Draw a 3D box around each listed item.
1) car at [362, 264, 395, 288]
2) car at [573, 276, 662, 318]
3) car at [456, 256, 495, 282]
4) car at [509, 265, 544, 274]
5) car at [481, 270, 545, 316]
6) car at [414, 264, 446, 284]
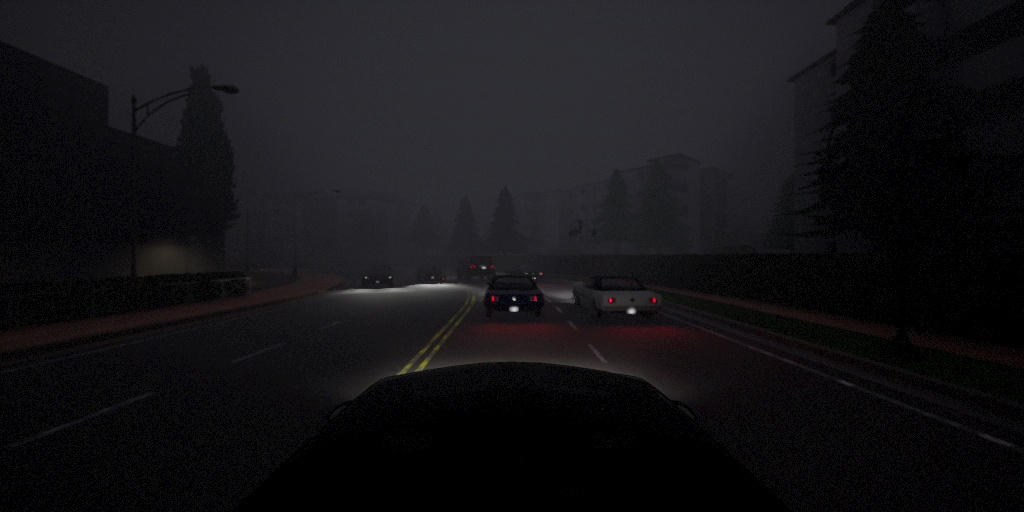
[{"bbox_3d":[-8.841,1.287,23.963,1.812,1.442,4.674,0,0,-17],"label":"car"},{"bbox_3d":[3.497,1.357,12.921,1.895,1.301,4.718,0,0,-2],"label":"car"},{"bbox_3d":[-3.033,0.986,29.298,2.150,2.045,5.566,0,0,-20],"label":"car"},{"bbox_3d":[0.860,1.365,28.612,1.895,1.301,4.718,0,0,-18],"label":"car"},{"bbox_3d":[-0.017,1.357,13.338,1.895,1.301,4.718,0,0,-2],"label":"car"},{"bbox_3d":[-6.254,1.327,27.102,1.994,1.385,4.181,0,0,-20],"label":"car"}]
